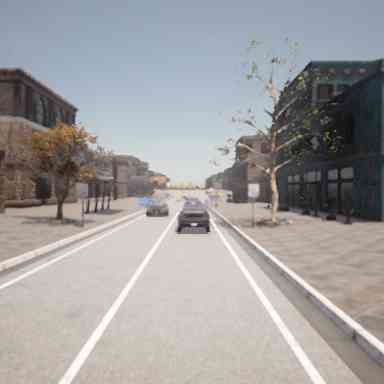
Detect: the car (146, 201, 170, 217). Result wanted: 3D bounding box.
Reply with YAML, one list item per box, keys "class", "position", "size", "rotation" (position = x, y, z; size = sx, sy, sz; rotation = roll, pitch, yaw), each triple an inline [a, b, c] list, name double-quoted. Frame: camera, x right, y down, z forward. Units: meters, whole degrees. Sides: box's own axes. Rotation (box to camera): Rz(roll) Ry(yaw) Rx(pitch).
- class: "car"
  position: [-3.085, 1.564, 30.919]
  size: [1.994, 1.385, 4.181]
  rotation: [0, 0, 0]

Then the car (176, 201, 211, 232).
- class: "car"
  position: [0.108, 1.505, 20.276]
  size: [1.837, 1.490, 4.892]
  rotation: [0, 0, 0]

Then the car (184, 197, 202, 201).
- class: "car"
  position: [0.114, 1.374, 39.450]
  size: [2.097, 1.767, 4.553]
  rotation: [0, -1, 0]
